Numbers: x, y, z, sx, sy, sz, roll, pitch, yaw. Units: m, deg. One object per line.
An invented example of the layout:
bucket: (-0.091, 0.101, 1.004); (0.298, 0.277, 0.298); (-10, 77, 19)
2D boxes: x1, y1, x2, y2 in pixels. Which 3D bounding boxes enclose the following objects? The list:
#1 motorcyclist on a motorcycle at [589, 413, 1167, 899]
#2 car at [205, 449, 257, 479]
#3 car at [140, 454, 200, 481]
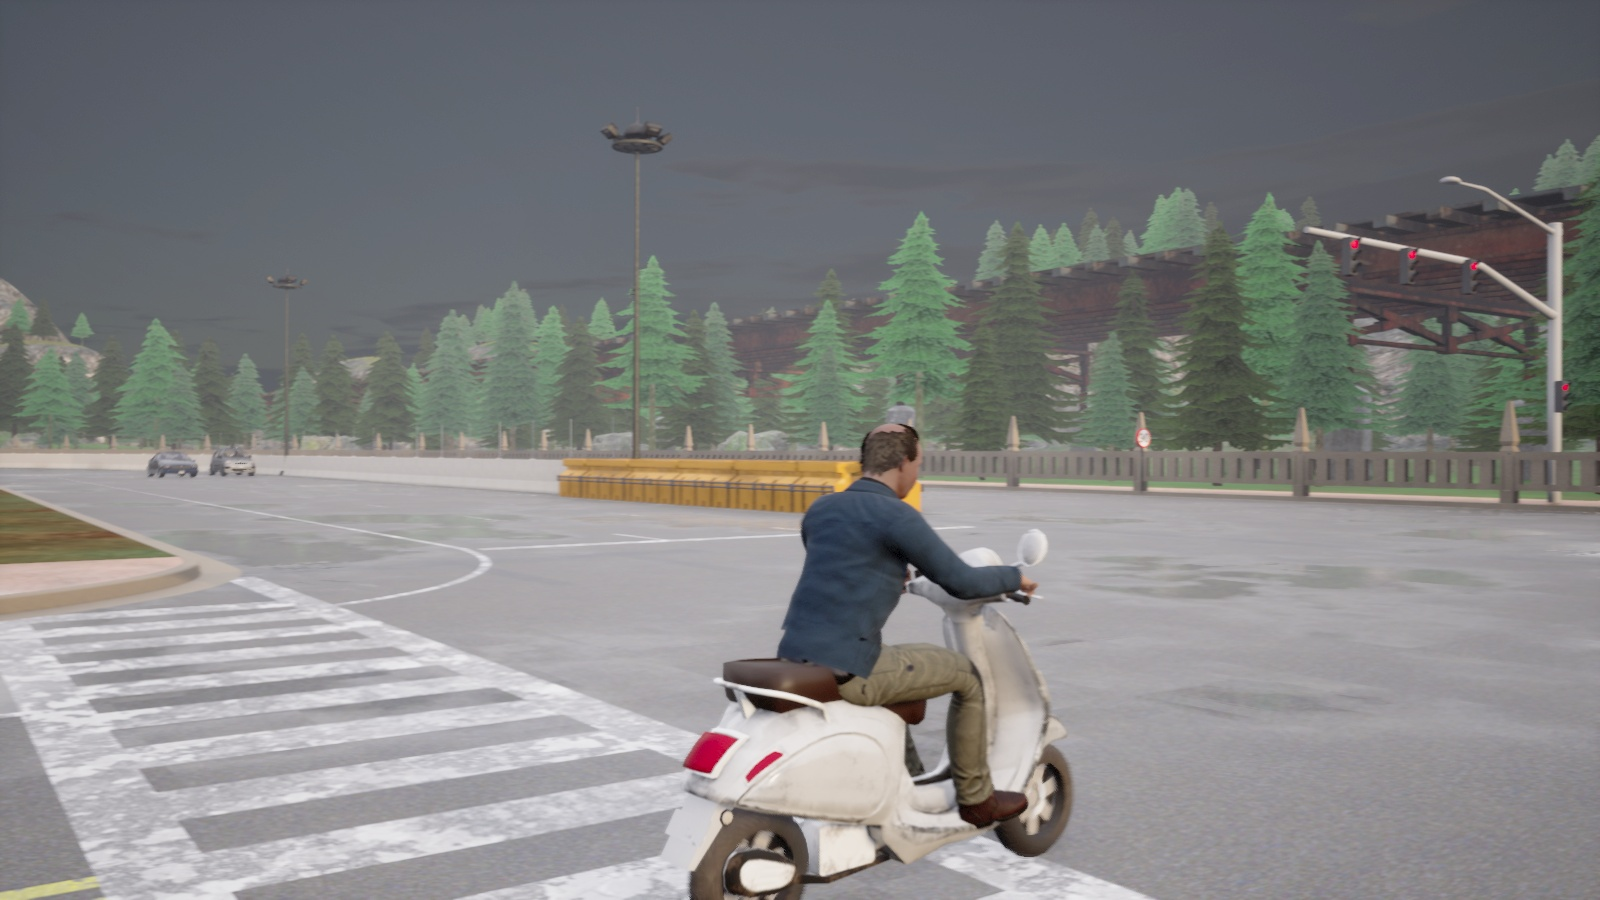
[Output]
motorcyclist on a motorcycle: (0.317, 0.703, 4.189); (1.817, 1.590, 0.866); (0, -1, -40)
car: (-32.681, 0.784, 72.078); (1.851, 1.617, 3.988); (0, 0, -38)
car: (-34.474, 0.930, 68.685); (2.033, 1.411, 5.357); (0, 0, -37)
